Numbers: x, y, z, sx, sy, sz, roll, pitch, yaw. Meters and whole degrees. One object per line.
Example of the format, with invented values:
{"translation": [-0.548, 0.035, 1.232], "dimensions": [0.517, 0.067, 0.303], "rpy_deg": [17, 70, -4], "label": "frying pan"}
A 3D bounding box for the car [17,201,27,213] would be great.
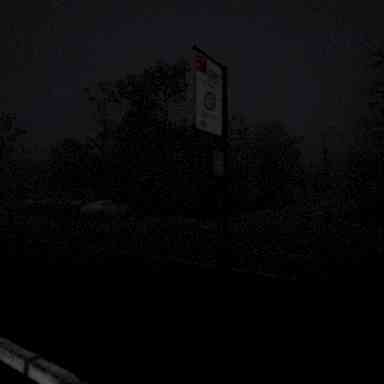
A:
{"translation": [-14.992, 1.381, 33.240], "dimensions": [2.002, 1.452, 4.674], "rpy_deg": [0, 0, 36], "label": "car"}

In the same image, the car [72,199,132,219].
{"translation": [-7.100, 1.418, 27.603], "dimensions": [2.002, 1.452, 4.674], "rpy_deg": [0, 0, 36], "label": "car"}

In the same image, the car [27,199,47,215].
{"translation": [-12.328, 1.354, 31.333], "dimensions": [2.231, 1.521, 4.892], "rpy_deg": [0, 0, 36], "label": "car"}

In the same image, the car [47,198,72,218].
{"translation": [-9.658, 1.366, 29.440], "dimensions": [2.097, 1.535, 5.008], "rpy_deg": [0, 0, 36], "label": "car"}
